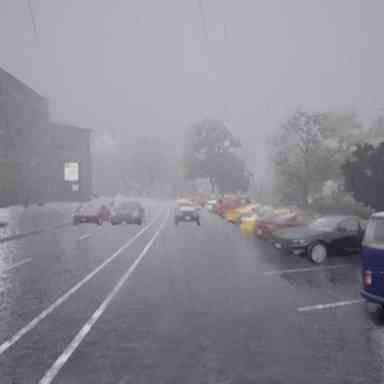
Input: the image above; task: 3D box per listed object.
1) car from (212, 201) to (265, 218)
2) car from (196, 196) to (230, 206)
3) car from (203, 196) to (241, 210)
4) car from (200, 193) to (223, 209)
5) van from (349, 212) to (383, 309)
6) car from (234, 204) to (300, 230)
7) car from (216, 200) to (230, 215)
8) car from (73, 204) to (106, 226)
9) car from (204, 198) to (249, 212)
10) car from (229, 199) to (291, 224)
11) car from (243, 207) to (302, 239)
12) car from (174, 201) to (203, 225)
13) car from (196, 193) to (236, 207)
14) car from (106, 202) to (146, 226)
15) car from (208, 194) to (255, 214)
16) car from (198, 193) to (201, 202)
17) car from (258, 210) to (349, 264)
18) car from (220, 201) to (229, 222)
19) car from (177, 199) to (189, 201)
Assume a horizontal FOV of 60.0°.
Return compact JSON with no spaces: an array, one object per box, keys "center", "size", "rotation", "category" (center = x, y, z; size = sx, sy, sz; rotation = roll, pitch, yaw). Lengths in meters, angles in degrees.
[{"center":[4.613,1.704,32.866],"size":[4.792,1.488,2.163],"rotation":[1,0,-23],"category":"car"},{"center":[3.364,1.394,53.629],"size":[4.892,1.521,2.231],"rotation":[0,1,-24],"category":"car"},{"center":[3.992,1.425,44.742],"size":[4.553,1.767,2.185],"rotation":[0,1,-24],"category":"car"},{"center":[4.278,1.381,38.775],"size":[5.566,2.045,2.435],"rotation":[1,1,-23],"category":"car"},{"center":[5.408,1.303,6.161],"size":[4.442,1.987,1.878],"rotation":[1,-1,-21],"category":"van"},{"center":[5.271,1.615,18.065],"size":[5.366,1.575,1.946],"rotation":[1,-1,-22],"category":"car"},{"center":[4.836,1.675,26.904],"size":[4.892,1.521,2.231],"rotation":[1,0,-22],"category":"car"},{"center":[-7.522,1.670,25.366],"size":[1.882,1.535,5.008],"rotation":[0,0,-2],"category":"car"},{"center":[4.304,1.595,41.849],"size":[5.366,1.575,1.946],"rotation":[0,1,-23],"category":"car"},{"center":[5.050,1.512,20.972],"size":[4.553,1.767,2.185],"rotation":[1,0,-22],"category":"car"},{"center":[5.158,1.593,15.027],"size":[5.008,1.535,2.097],"rotation":[1,-1,-21],"category":"car"},{"center":[-0.403,1.712,25.887],"size":[1.812,1.442,4.674],"rotation":[0,0,-2],"category":"car"},{"center":[3.605,1.194,50.674],"size":[5.566,2.045,2.435],"rotation":[0,1,-24],"category":"car"},{"center":[-4.708,1.539,24.943],"size":[2.097,1.767,4.553],"rotation":[0,0,-2],"category":"car"},{"center":[4.742,1.428,29.894],"size":[5.566,2.045,2.435],"rotation":[1,0,-23],"category":"car"},{"center":[3.754,1.247,47.676],"size":[5.566,2.045,2.435],"rotation":[0,1,-24],"category":"car"},{"center":[5.229,1.571,12.050],"size":[5.008,1.535,2.097],"rotation":[1,0,-21],"category":"car"},{"center":[4.925,1.658,23.936],"size":[5.008,1.535,2.097],"rotation":[1,-1,-22],"category":"car"},{"center":[-1.099,1.592,41.233],"size":[1.882,1.535,5.008],"rotation":[0,1,-3],"category":"car"}]
